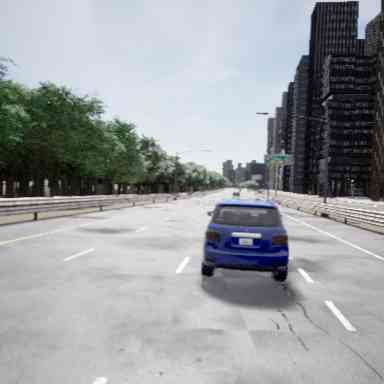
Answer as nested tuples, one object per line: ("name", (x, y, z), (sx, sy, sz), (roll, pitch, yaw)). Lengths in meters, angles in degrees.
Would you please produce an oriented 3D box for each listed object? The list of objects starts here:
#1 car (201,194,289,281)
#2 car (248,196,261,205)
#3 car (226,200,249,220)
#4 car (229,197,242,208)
("car", (1.574, 1.234, 10.294), (2.150, 2.045, 5.566), (2, 0, 7))
("car", (11.863, 1.605, 63.183), (2.128, 1.511, 4.902), (2, 0, 7))
("car", (4.012, 1.534, 29.759), (1.812, 1.442, 4.674), (2, 0, 7))
("car", (6.497, 1.497, 49.617), (1.837, 1.490, 4.892), (2, 0, 7))
